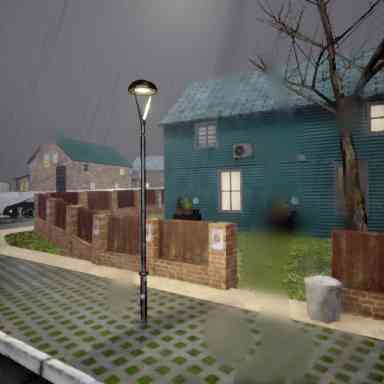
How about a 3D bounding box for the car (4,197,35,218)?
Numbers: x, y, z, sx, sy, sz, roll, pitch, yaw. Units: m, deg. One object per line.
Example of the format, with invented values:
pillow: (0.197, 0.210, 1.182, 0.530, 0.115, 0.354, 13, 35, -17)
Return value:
car: (-11.012, 1.034, 23.720, 1.994, 1.385, 4.181, -1, 1, 29)
